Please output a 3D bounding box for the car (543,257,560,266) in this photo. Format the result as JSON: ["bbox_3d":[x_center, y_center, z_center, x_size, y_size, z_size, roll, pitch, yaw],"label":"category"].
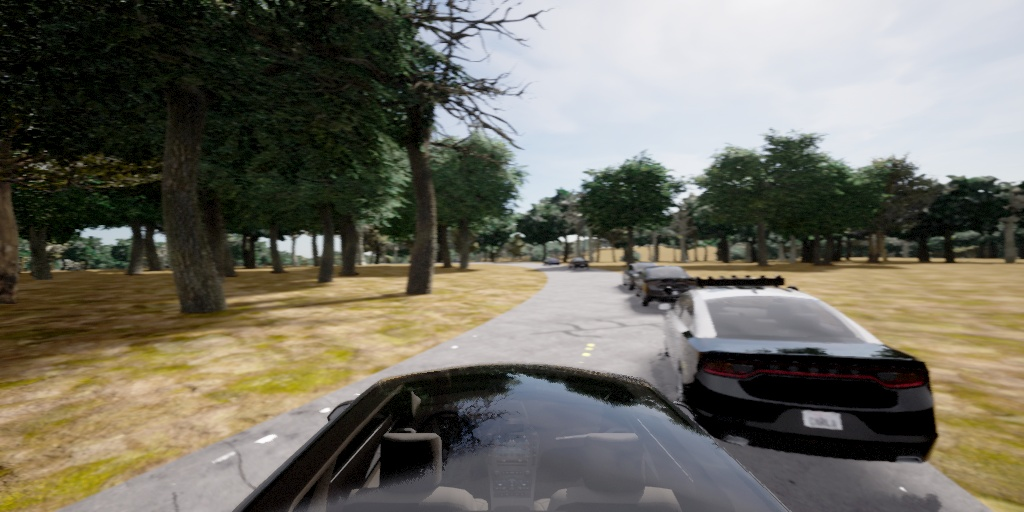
[{"bbox_3d":[6.823,0.949,61.791,1.994,1.385,4.181,-2,0,-12],"label":"car"}]

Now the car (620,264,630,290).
[{"bbox_3d":[7.579,1.115,20.970,1.837,1.490,4.892,-2,0,11],"label":"car"}]

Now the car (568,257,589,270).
[{"bbox_3d":[8.461,0.914,45.819,1.882,1.535,5.008,-2,1,-2],"label":"car"}]

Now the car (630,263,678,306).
[{"bbox_3d":[6.247,1.123,14.986,1.882,1.535,5.008,-2,0,14],"label":"car"}]

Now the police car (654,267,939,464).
[{"bbox_3d":[3.332,1.103,5.310,1.930,1.638,5.238,-2,-1,19],"label":"police car"}]
